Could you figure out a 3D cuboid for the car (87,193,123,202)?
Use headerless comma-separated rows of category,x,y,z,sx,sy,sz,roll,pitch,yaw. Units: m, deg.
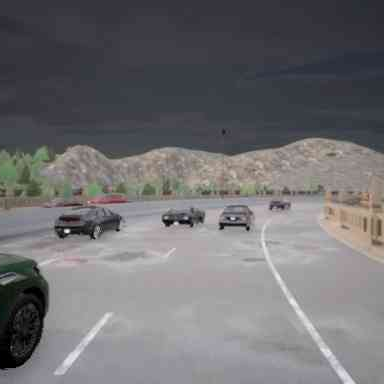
car,-9.833,1.164,38.486,2.150,2.045,5.566,0,0,22

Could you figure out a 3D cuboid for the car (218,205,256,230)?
car,2.922,1.541,21.055,2.033,1.411,5.357,0,0,15

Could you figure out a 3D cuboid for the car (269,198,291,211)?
car,10.887,1.508,40.952,1.837,1.490,4.892,0,0,28

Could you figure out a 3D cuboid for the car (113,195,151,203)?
car,-6.322,1.444,37.808,2.128,1.511,4.902,0,0,22

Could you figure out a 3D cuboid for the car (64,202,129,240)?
car,-5.067,1.476,17.086,1.837,1.490,4.892,0,0,11

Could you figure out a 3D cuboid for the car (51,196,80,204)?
car,-14.289,1.279,36.577,2.097,1.767,4.553,0,0,21

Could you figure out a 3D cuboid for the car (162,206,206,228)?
car,-0.389,1.583,22.109,1.895,1.301,4.718,0,0,14

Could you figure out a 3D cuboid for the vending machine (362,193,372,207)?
vending machine,26.265,1.238,49.982,1.100,2.100,0.880,0,0,40

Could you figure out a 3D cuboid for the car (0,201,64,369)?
car,-3.269,1.209,2.606,2.150,2.045,5.566,0,0,2
